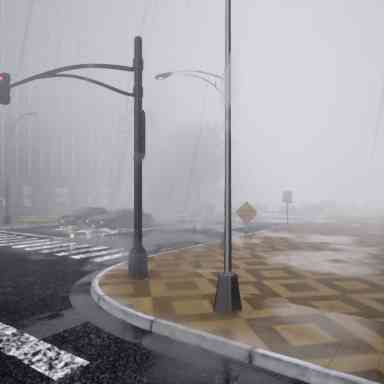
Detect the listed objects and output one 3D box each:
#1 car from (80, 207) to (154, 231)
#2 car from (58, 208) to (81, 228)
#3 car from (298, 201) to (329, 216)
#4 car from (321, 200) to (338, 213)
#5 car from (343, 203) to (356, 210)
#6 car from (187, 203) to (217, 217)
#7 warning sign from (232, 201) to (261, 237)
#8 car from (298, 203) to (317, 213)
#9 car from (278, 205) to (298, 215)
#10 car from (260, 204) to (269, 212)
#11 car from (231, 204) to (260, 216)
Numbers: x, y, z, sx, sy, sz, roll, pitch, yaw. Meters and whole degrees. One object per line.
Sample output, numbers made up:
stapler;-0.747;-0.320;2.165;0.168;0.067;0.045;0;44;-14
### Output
car;-4.933;1.874;23.674;2.033;1.411;5.357;0;-1;33
car;-7.828;1.844;25.166;1.812;1.442;4.674;0;-1;31
car;16.242;2.343;44.378;2.128;1.511;4.902;0;-1;33
car;21.762;2.254;53.069;2.150;2.045;5.566;0;-1;33
car;31.294;2.837;65.824;1.812;1.442;4.674;0;-1;33
car;1.247;2.124;39.320;1.837;1.490;4.892;0;-1;33
warning sign;3.050;1.454;18.585;1.300;1.860;1.060;1;1;33
car;19.008;2.593;54.795;1.994;1.385;4.181;0;-1;33
car;13.573;2.450;46.230;1.895;1.301;4.718;0;-1;33
car;10.821;2.540;54.070;1.895;1.301;4.718;0;-1;33
car;6.079;2.184;40.823;2.128;1.511;4.902;0;-1;33
